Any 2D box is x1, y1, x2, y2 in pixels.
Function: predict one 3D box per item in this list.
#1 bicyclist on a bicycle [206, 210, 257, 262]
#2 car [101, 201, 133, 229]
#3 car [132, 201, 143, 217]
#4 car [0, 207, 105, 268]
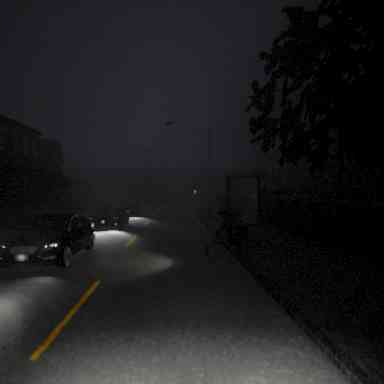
[{"bbox_3d":[1.219,1.369,10.612,1.656,1.620,0.582,-6,0,-3],"label":"bicyclist on a bicycle"},{"bbox_3d":[-5.166,1.527,21.005,1.994,1.385,4.181,0,0,-2],"label":"car"},{"bbox_3d":[-5.696,1.509,30.923,1.994,1.385,4.181,0,0,-3],"label":"car"},{"bbox_3d":[-4.647,1.473,11.252,2.128,1.511,4.902,0,0,-3],"label":"car"}]
